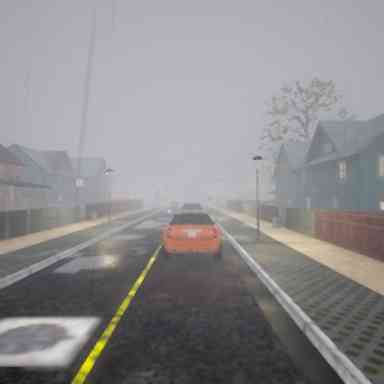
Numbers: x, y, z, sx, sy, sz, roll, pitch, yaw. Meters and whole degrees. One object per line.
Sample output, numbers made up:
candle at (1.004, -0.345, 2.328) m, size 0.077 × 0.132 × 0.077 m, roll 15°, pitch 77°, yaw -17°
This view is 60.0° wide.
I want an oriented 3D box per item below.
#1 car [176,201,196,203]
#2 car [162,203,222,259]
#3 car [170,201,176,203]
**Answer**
car at (0.007, 1.663, 28.431) m, size 2.097 × 1.767 × 4.553 m, roll 0°, pitch -1°, yaw 0°
car at (0.015, 1.490, 13.423) m, size 2.097 × 1.767 × 4.553 m, roll 0°, pitch -1°, yaw 0°
car at (-2.805, 2.184, 54.831) m, size 1.882 × 1.535 × 5.008 m, roll 0°, pitch -1°, yaw 1°
